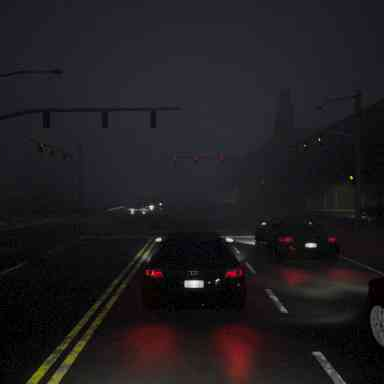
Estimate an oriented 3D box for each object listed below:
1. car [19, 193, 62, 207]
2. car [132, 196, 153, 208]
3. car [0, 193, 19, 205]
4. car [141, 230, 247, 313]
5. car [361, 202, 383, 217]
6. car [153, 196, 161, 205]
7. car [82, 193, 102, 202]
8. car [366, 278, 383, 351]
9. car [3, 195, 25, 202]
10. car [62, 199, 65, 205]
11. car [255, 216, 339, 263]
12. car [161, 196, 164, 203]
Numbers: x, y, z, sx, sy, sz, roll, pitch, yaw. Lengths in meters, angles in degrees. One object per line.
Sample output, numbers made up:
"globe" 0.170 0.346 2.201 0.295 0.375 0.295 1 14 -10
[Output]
"car" -21.566 1.153 47.469 4.605 1.855 1.932 0 0 0
"car" -7.316 1.478 47.806 1.882 1.535 5.008 0 0 1
"car" -39.101 1.153 69.941 4.605 1.855 1.932 0 0 0
"car" 0.043 1.564 7.773 1.994 1.385 4.181 0 0 0
"car" 18.678 1.547 30.863 5.357 1.411 2.033 0 0 0
"car" -7.133 1.491 57.357 2.128 1.511 4.902 0 0 2
"car" -21.581 1.156 69.986 3.866 1.878 1.905 0 0 0
"car" 3.595 1.478 3.104 1.882 1.535 5.008 0 0 0
"car" -39.041 1.364 72.838 3.905 1.438 1.784 0 0 0
"car" -21.516 1.156 50.363 3.866 1.878 1.905 0 0 0
"car" 3.544 1.564 11.953 1.994 1.385 4.181 0 0 0
"car" -6.828 1.526 67.465 1.812 1.442 4.674 0 0 2
